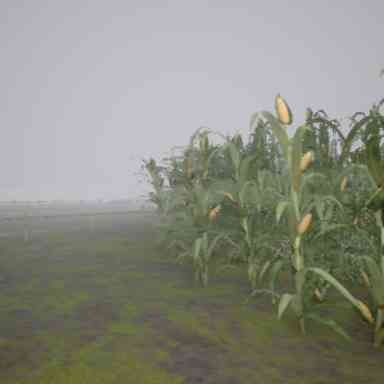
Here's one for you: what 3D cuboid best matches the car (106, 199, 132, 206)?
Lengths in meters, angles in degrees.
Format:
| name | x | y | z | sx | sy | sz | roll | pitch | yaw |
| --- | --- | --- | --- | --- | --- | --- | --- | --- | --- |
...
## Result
| name | x | y | z | sx | sy | sz | roll | pitch | yaw |
| --- | --- | --- | --- | --- | --- | --- | --- | --- | --- |
| car | -12.982 | 1.884 | 59.521 | 1.895 | 1.301 | 4.718 | 0 | 0 | 37 |
